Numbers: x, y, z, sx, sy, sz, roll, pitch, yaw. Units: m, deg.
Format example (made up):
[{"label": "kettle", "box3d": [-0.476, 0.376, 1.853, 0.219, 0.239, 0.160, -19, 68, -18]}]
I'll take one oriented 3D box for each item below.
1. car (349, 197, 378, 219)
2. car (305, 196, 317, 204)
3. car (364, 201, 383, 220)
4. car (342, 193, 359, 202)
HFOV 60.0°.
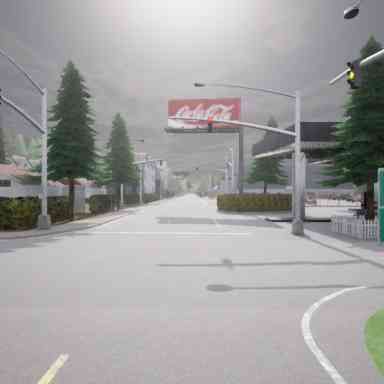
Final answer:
[{"label": "car", "box3d": [14.378, 1.504, 24.915, 3.866, 1.878, 1.905, 0, 0, 0]}, {"label": "car", "box3d": [22.529, 1.552, 63.979, 1.970, 1.475, 3.806, 0, 0, 0]}, {"label": "car", "box3d": [18.707, 1.671, 30.583, 4.611, 1.667, 2.242, 0, 0, 0]}, {"label": "car", "box3d": [34.936, 1.488, 71.765, 2.007, 1.523, 4.514, 0, 0, 0]}]
